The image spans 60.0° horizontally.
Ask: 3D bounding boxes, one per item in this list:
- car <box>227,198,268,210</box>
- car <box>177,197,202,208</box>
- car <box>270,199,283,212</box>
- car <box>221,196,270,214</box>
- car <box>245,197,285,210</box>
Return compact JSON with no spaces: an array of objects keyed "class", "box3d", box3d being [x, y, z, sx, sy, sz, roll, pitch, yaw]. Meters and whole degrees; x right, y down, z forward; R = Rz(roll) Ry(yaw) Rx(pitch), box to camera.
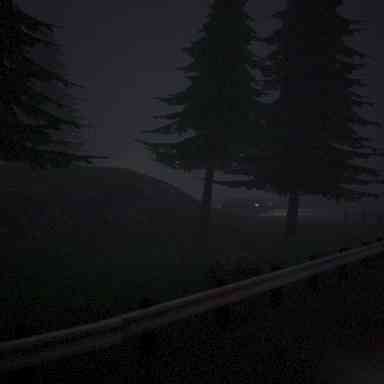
[{"class":"car","box3d":[7.074,1.495,42.678,4.892,1.490,1.837,0,0,36]},{"class":"car","box3d":[0.459,1.544,51.771,4.718,1.301,1.895,0,0,36]},{"class":"car","box3d":[7.525,1.349,38.045,4.553,1.767,2.097,0,0,36]},{"class":"car","box3d":[5.458,1.349,35.219,4.553,1.767,2.097,0,0,36]},{"class":"car","box3d":[9.852,1.485,44.992,4.902,1.511,2.128,0,0,36]}]
